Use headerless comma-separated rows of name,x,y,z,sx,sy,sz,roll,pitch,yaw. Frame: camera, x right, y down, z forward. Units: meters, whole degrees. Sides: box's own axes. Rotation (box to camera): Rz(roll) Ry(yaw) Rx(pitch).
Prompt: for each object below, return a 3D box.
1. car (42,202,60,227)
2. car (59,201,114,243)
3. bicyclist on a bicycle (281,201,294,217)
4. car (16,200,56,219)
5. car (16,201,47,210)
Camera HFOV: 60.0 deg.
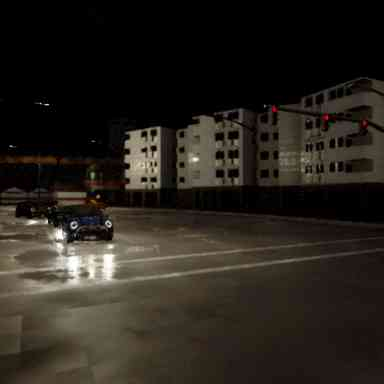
car,-9.786,1.769,25.428,2.128,1.511,4.902,0,-1,-31
car,-5.527,1.553,17.415,2.097,1.767,4.553,0,-1,-25
bicyclist on a bicycle,9.344,1.660,32.527,1.656,1.620,0.582,0,0,-27
car,-15.867,1.703,33.336,4.553,1.767,2.097,-1,-1,44
car,-25.067,2.092,51.883,4.181,1.385,1.994,0,-1,22
